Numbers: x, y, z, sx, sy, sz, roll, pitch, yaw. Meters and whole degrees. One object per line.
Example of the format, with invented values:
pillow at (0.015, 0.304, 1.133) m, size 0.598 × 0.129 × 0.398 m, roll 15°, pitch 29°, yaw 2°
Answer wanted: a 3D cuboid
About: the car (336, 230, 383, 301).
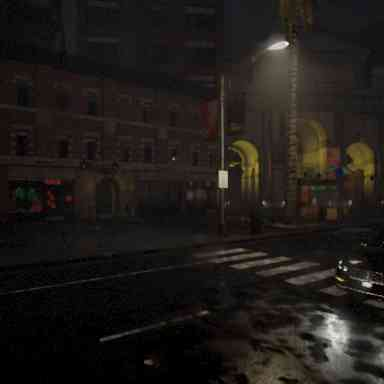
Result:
car at (5.318, 1.499, 7.672) m, size 4.892 × 1.490 × 1.837 m, roll 0°, pitch 0°, yaw -34°
